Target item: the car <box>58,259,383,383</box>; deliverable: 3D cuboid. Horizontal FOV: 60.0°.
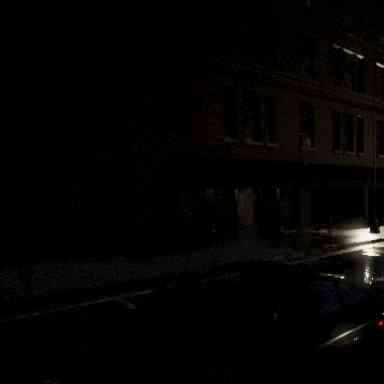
[{"bbox_3d":[0.735,1.559,3.778,4.181,1.385,1.994,0,0,-35],"label":"car"}]
